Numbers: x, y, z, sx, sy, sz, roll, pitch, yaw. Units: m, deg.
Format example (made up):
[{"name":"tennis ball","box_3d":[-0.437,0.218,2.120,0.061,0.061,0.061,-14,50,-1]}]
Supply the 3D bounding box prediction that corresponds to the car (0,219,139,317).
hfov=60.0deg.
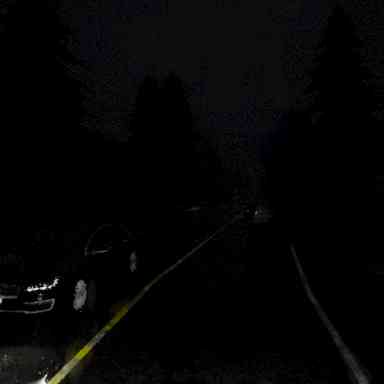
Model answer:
[{"name":"car","box_3d":[-2.681,1.457,7.655,1.837,1.490,4.892,0,0,10]}]

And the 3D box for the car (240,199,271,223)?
[{"name":"car","box_3d":[4.958,1.474,25.056,1.994,1.385,4.181,0,0,13]}]

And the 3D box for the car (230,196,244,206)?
[{"name":"car","box_3d":[6.875,1.356,49.429,2.033,1.411,5.357,0,0,13]}]

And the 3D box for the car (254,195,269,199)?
[{"name":"car","box_3d":[8.785,1.206,41.451,2.097,1.767,4.553,0,0,13]}]
